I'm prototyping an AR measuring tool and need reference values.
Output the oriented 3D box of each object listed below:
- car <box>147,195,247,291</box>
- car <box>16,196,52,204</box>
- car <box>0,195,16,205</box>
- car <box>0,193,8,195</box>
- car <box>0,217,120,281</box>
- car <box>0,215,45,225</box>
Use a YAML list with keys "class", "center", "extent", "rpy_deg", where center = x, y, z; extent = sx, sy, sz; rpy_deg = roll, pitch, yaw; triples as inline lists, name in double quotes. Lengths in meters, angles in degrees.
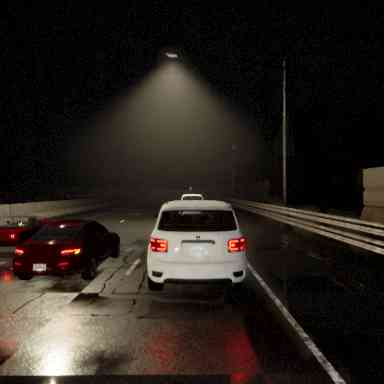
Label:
- class: "car"
  center: [0.093, 1.222, 9.146]
  extent: [2.150, 2.045, 5.566]
  rpy_deg: [0, 0, 0]
- class: "car"
  center: [-17.756, 1.319, 38.385]
  extent: [2.097, 1.767, 4.553]
  rpy_deg: [0, 0, 0]
- class: "car"
  center: [-21.249, 1.447, 37.279]
  extent: [1.882, 1.535, 5.008]
  rpy_deg: [0, 0, 0]
- class: "car"
  center: [-24.774, 1.180, 41.153]
  extent: [2.150, 2.045, 5.566]
  rpy_deg: [0, 0, 0]
- class: "car"
  center: [-3.415, 1.526, 9.770]
  extent: [1.812, 1.442, 4.674]
  rpy_deg: [0, 0, 0]
- class: "car"
  center: [-6.924, 1.601, 13.974]
  extent: [1.895, 1.301, 4.718]
  rpy_deg: [0, 0, 0]
